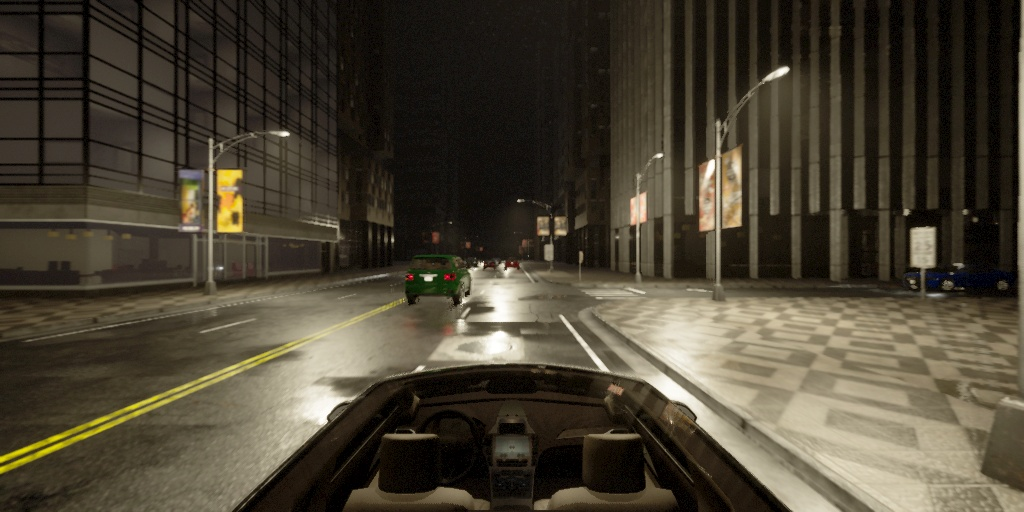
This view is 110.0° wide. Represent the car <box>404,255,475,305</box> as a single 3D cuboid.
[{"bbox_3d":[-3.149,0.964,16.195,2.150,2.045,5.566,0,0,0],"label":"car"}]

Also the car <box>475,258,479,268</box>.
[{"bbox_3d":[-6.541,1.010,57.238,2.097,1.767,4.553,0,0,1],"label":"car"}]

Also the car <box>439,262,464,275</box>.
[{"bbox_3d":[-6.592,1.302,39.474,1.895,1.301,4.718,0,0,0],"label":"car"}]

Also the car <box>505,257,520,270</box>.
[{"bbox_3d":[0.028,1.026,50.929,2.097,1.767,4.553,0,0,0],"label":"car"}]

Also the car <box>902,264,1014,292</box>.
[{"bbox_3d":[25.749,1.222,20.807,5.008,1.535,1.882,0,0,0],"label":"car"}]

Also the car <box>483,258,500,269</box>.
[{"bbox_3d":[-3.214,1.218,52.466,2.033,1.411,5.357,0,0,1],"label":"car"}]
